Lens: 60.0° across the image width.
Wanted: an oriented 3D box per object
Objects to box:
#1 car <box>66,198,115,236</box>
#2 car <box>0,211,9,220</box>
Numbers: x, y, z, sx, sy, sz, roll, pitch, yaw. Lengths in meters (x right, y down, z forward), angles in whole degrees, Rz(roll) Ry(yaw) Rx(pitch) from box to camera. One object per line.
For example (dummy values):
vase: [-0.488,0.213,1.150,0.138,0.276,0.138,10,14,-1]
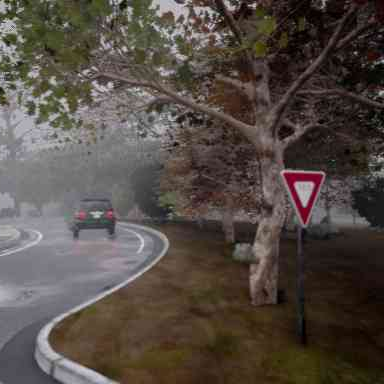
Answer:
car: [-6.074,1.380,19.744,2.150,2.045,5.566,0,-1,-25]
car: [-18.484,1.910,28.602,4.718,1.301,1.895,-1,0,11]
